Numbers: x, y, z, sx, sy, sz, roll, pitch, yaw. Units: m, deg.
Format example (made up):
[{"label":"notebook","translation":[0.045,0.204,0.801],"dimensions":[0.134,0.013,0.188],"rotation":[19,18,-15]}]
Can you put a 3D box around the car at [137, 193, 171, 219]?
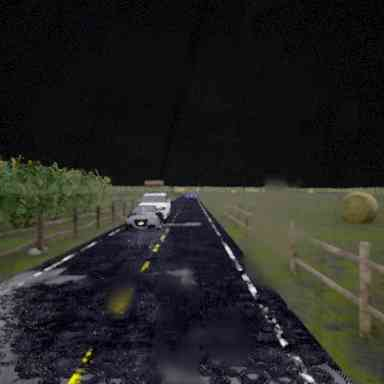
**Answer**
[{"label":"car","translation":[-2.768,1.095,24.850],"dimensions":[2.150,2.045,5.566],"rotation":[0,0,0]}]

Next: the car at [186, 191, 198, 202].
[{"label":"car","translation":[-0.038,0.890,63.129],"dimensions":[2.150,2.045,5.566],"rotation":[0,0,0]}]

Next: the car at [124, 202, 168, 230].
[{"label":"car","translation":[-2.762,1.511,19.986],"dimensions":[1.994,1.385,4.181],"rotation":[0,0,0]}]
